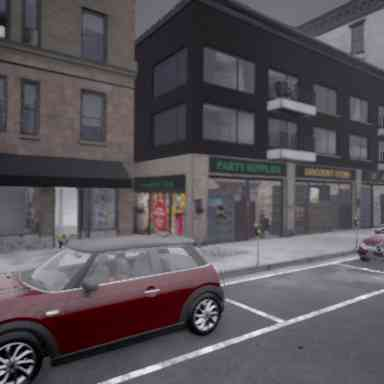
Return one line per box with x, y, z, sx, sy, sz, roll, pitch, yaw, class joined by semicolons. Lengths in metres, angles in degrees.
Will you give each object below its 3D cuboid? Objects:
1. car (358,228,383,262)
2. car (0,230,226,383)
7.469;1.718;11.518;4.206;1.307;1.802;1;0;-36;car
-1.501;1.458;5.118;4.097;1.590;1.967;1;0;-36;car
